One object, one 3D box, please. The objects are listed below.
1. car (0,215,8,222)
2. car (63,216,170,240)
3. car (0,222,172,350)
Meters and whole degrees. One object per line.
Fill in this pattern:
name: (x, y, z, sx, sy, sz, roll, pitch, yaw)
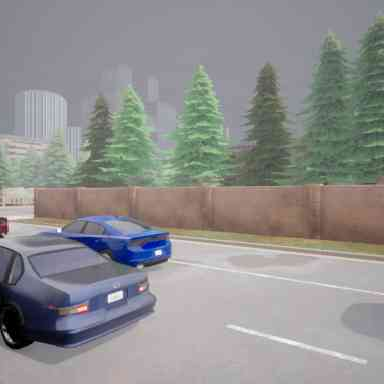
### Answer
car: (-10.746, 1.478, 15.945, 5.008, 1.535, 1.882, 0, 0, 35)
car: (-2.915, 1.478, 10.367, 5.008, 1.535, 1.882, 0, 0, 35)
car: (-3.145, 1.547, 6.226, 5.357, 1.411, 2.033, 0, 0, 35)
